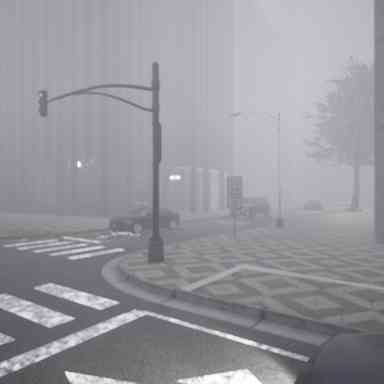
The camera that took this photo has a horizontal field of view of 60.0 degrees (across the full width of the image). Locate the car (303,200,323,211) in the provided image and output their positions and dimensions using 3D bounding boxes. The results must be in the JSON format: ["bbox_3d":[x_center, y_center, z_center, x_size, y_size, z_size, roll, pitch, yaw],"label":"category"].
[{"bbox_3d":[17.820,1.991,48.710,1.837,1.490,4.892,0,-1,36],"label":"car"}]

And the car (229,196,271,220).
[{"bbox_3d":[5.649,1.472,31.900,2.150,2.045,5.566,0,0,36],"label":"car"}]

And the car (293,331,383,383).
[{"bbox_3d":[2.622,1.567,1.813,4.181,1.385,1.994,0,0,36],"label":"car"}]

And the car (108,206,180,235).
[{"bbox_3d":[-2.769,1.603,20.172,1.882,1.535,5.008,0,-1,36],"label":"car"}]
